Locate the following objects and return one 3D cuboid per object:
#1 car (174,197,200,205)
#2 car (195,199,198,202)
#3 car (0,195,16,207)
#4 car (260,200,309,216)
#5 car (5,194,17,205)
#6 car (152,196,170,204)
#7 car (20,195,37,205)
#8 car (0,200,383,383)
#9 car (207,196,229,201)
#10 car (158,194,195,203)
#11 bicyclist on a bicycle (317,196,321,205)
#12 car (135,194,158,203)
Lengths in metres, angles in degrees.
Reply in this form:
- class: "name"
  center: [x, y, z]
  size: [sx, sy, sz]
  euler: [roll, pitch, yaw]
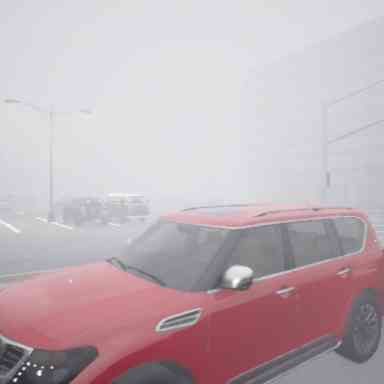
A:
- class: "car"
  center: [-1.005, 1.603, 61.023]
  size: [2.033, 1.411, 5.357]
  euler: [0, 0, -35]
- class: "car"
  center: [-1.416, 1.533, 55.644]
  size: [1.882, 1.535, 5.008]
  euler: [0, 0, -35]
- class: "car"
  center: [-21.730, 1.451, 37.950]
  size: [1.970, 1.475, 3.806]
  euler: [0, 0, -35]
- class: "car"
  center: [9.380, 1.581, 34.131]
  size: [1.812, 1.442, 4.674]
  euler: [0, 0, -36]
- class: "car"
  center: [-29.599, 1.212, 53.777]
  size: [1.905, 1.878, 3.866]
  euler: [0, 0, -35]
- class: "car"
  center: [-6.406, 1.619, 68.517]
  size: [1.994, 1.385, 4.181]
  euler: [0, 0, -35]
- class: "car"
  center: [-27.204, 1.209, 55.403]
  size: [1.932, 1.855, 4.605]
  euler: [0, 0, -35]
- class: "car"
  center: [0.436, 1.221, 4.330]
  size: [5.566, 2.045, 2.150]
  euler: [0, 0, -36]
- class: "car"
  center: [3.622, 1.407, 42.191]
  size: [2.097, 1.767, 4.553]
  euler: [0, 0, -35]
- class: "car"
  center: [-2.474, 1.277, 50.768]
  size: [2.150, 2.045, 5.566]
  euler: [0, 0, -36]
- class: "bicyclist on a bicycle"
  center: [16.592, 1.356, 42.905]
  size: [1.656, 1.620, 0.582]
  euler: [0, 0, -35]
- class: "car"
  center: [-8.853, 1.547, 66.074]
  size: [2.128, 1.511, 4.902]
  euler: [0, 0, -35]
